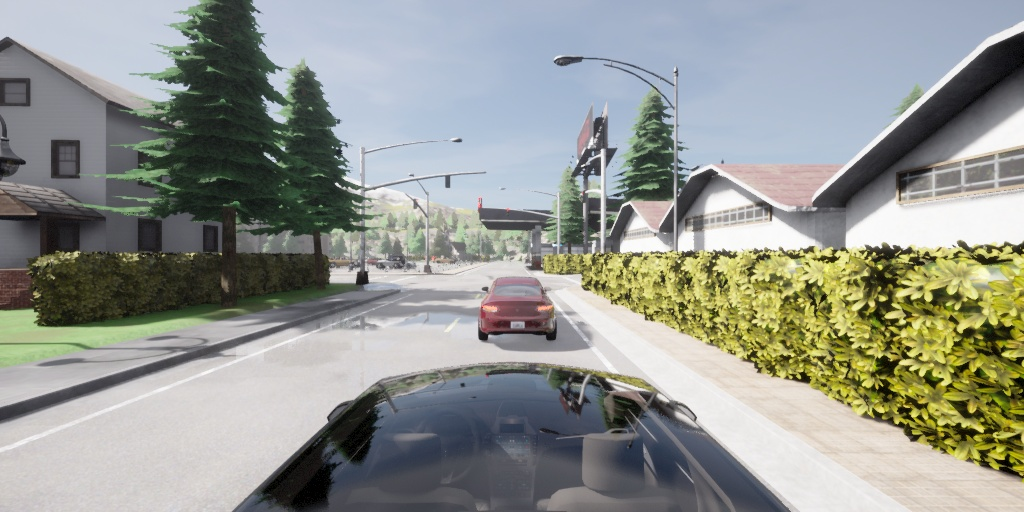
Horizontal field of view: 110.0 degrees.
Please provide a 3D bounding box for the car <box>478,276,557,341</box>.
[{"bbox_3d":[0.127,1.276,9.791,1.812,1.442,4.674,0,0,0],"label":"car"}]
